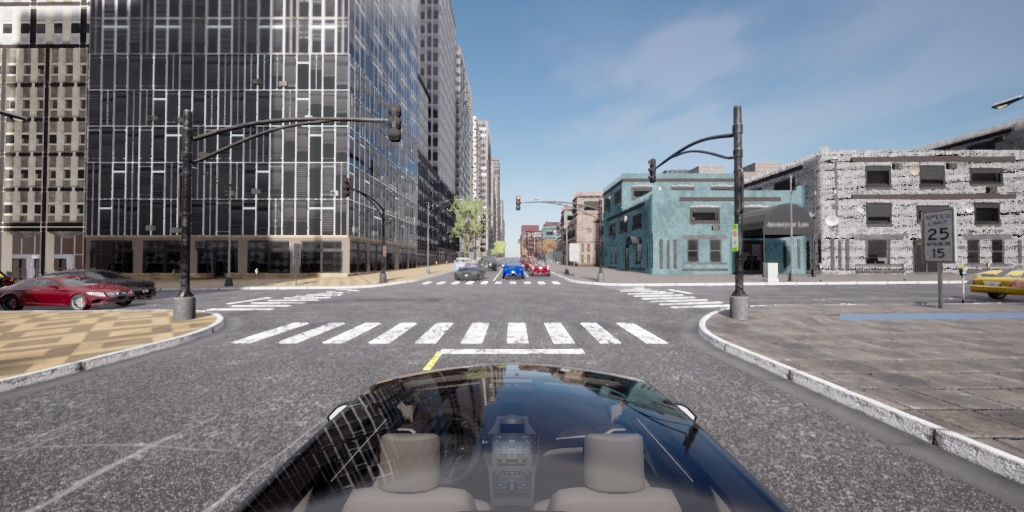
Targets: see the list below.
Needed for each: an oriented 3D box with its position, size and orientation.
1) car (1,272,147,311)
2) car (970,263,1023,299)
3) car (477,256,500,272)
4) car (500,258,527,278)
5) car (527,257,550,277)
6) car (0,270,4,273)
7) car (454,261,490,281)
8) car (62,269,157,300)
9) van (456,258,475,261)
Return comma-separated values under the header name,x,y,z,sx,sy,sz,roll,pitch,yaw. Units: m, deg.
name,x,y,z,sx,sy,sz,roll,pitch,yaw
car,-17.415,1.413,14.069,4.207,1.307,1.802,0,0,1
car,20.694,0.994,13.691,4.829,1.417,1.751,0,0,1
car,-3.082,0.978,46.326,2.150,2.045,5.566,0,0,0
car,0.111,1.232,33.432,1.882,1.535,5.008,0,0,0
car,2.702,1.194,35.902,1.967,1.591,4.097,0,0,0
car,-23.098,1.325,14.125,4.097,1.591,1.967,0,0,1
car,-3.354,1.318,29.557,1.994,1.385,4.181,0,0,5
car,-19.541,1.375,16.694,5.008,1.535,1.882,-1,-1,1
van,-5.677,1.096,41.540,1.690,1.789,3.998,0,0,0
